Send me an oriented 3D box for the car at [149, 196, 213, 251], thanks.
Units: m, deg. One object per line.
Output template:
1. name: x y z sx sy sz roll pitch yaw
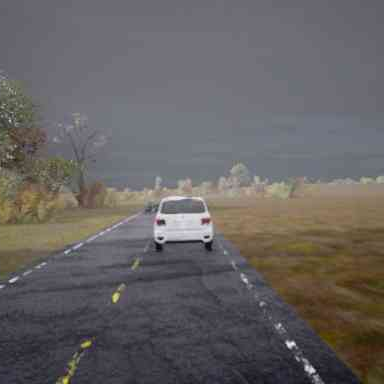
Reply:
1. car: -0.380 1.190 14.136 2.150 2.045 5.566 -1 0 -2

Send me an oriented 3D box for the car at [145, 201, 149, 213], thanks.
1. car: -4.065 1.571 36.340 1.895 1.301 4.718 -1 0 -2
